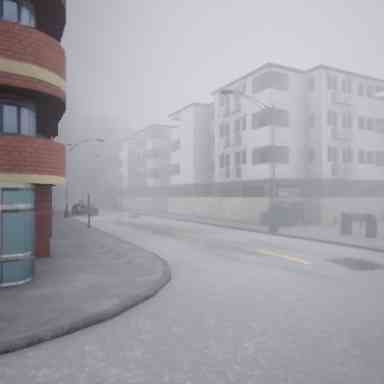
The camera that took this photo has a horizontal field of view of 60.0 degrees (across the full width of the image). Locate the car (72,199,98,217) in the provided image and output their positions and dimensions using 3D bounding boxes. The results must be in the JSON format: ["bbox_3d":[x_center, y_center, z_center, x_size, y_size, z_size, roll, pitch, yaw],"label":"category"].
[{"bbox_3d":[-11.745,1.688,36.390,2.097,1.767,4.553,0,-1,-27],"label":"car"}]
